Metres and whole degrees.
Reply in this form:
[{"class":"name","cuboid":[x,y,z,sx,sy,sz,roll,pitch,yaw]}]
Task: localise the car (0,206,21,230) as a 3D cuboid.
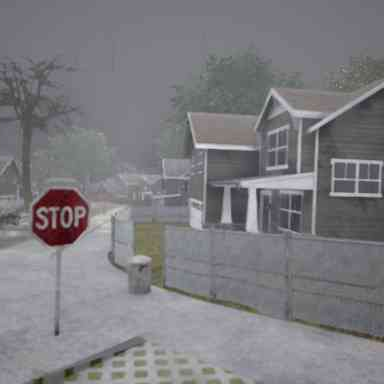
[{"class":"car","cuboid":[-13.599,1.743,23.144,2.128,1.511,4.902,2,-1,-8]}]
